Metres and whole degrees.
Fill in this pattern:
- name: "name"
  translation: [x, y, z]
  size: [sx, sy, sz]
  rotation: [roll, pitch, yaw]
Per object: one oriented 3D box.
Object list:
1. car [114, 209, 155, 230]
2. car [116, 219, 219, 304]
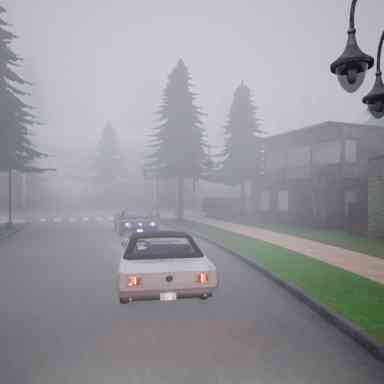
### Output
- name: "car"
  translation: [-3.196, 1.601, 18.253]
  size: [1.895, 1.301, 4.718]
  rotation: [0, 0, -18]
- name: "car"
  translation: [-0.805, 1.601, 8.204]
  size: [1.895, 1.301, 4.718]
  rotation: [0, 0, -10]
